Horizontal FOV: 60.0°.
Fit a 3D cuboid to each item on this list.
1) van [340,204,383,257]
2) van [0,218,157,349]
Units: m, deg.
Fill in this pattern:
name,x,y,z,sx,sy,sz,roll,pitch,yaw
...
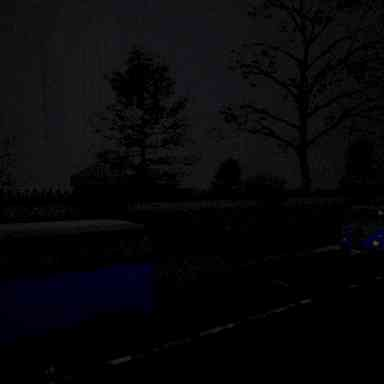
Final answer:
name,x,y,z,sx,sy,sz,roll,pitch,yaw
van,6.698,1.282,11.338,3.998,1.788,1.690,0,0,-36
van,-2.469,1.338,4.798,3.998,1.788,1.690,0,0,-36
